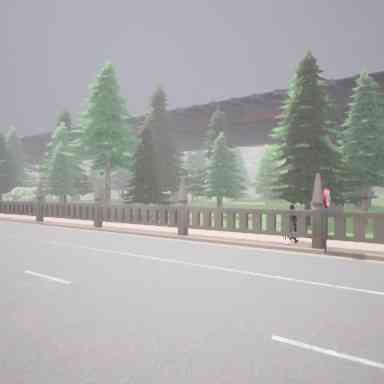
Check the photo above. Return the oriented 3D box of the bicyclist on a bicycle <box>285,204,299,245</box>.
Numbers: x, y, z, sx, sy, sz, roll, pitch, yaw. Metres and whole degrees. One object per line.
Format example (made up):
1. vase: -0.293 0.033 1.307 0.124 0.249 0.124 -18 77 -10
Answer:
1. bicyclist on a bicycle: 4.121 1.337 13.590 0.582 1.620 1.656 1 -3 36
